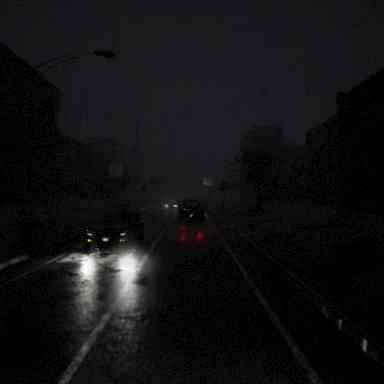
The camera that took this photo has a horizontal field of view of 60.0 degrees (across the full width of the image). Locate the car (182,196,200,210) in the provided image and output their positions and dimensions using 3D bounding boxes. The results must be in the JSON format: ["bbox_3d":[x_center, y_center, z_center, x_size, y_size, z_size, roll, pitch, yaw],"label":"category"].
[{"bbox_3d":[-0.142,1.359,42.435,2.128,1.511,4.902,0,0,0],"label":"car"}]

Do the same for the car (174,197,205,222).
[{"bbox_3d":[-0.047,1.429,25.734,2.128,1.511,4.902,0,0,0],"label":"car"}]

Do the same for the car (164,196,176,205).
[{"bbox_3d":[-3.379,1.374,54.925,1.812,1.442,4.674,0,0,0],"label":"car"}]

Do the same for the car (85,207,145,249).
[{"bbox_3d":[-3.180,1.480,14.564,1.837,1.490,4.892,0,0,0],"label":"car"}]
